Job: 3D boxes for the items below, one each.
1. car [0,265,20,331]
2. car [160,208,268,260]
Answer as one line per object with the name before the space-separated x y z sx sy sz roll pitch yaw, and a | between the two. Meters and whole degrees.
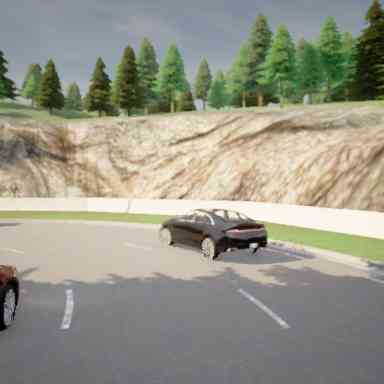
car | -3.667 1.427 3.577 1.882 1.535 5.008 0 1 -5
car | 0.543 1.328 11.890 2.128 1.511 4.902 0 1 -32
